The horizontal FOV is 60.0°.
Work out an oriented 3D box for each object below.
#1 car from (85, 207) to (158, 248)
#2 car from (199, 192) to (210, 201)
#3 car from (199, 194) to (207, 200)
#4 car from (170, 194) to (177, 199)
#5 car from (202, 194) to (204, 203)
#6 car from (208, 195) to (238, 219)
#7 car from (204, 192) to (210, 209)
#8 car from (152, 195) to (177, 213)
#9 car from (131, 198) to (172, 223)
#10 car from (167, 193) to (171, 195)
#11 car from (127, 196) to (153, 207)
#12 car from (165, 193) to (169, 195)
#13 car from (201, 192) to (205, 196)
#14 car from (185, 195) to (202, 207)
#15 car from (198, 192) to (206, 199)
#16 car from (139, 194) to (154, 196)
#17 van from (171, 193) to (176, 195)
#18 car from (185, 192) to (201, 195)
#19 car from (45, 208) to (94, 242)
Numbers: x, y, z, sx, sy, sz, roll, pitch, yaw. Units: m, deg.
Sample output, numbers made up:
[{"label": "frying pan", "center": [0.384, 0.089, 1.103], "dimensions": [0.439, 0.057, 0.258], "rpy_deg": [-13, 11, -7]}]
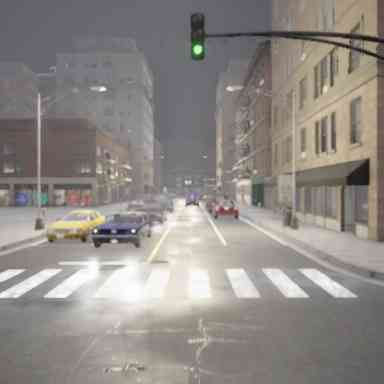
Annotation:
[{"label": "car", "center": [-2.873, 1.541, 14.677], "dimensions": [1.895, 1.301, 4.718], "rpy_deg": [0, 0, 1]}, {"label": "car", "center": [2.687, 0.983, 72.768], "dimensions": [2.192, 1.841, 5.009], "rpy_deg": [0, 0, 0]}, {"label": "car", "center": [2.696, 1.185, 84.093], "dimensions": [1.947, 1.339, 4.313], "rpy_deg": [0, 0, 0]}, {"label": "car", "center": [-5.321, 1.156, 95.423], "dimensions": [1.947, 1.339, 4.313], "rpy_deg": [0, 0, 0]}, {"label": "car", "center": [2.667, 1.318, 44.630], "dimensions": [1.752, 1.417, 4.829], "rpy_deg": [0, 0, 0]}, {"label": "car", "center": [2.655, 1.309, 27.474], "dimensions": [1.967, 1.590, 4.097], "rpy_deg": [0, 0, 0]}, {"label": "car", "center": [2.659, 1.158, 33.136], "dimensions": [2.192, 1.841, 5.009], "rpy_deg": [0, 0, 0]}, {"label": "car", "center": [-2.819, 1.378, 34.255], "dimensions": [1.812, 1.442, 4.674], "rpy_deg": [0, 0, 0]}, {"label": "car", "center": [-2.840, 1.444, 24.413], "dimensions": [2.033, 1.411, 5.357], "rpy_deg": [0, 0, 0]}, {"label": "car", "center": [-5.346, 1.264, 61.282], "dimensions": [1.752, 1.417, 4.829], "rpy_deg": [0, 0, 0]}, {"label": "car", "center": [-5.366, 1.415, 33.143], "dimensions": [2.008, 1.369, 4.403], "rpy_deg": [0, 0, 0]}, {"label": "car", "center": [-5.350, 1.345, 55.791], "dimensions": [1.802, 1.307, 4.206], "rpy_deg": [0, 0, 0]}, {"label": "car", "center": [2.679, 1.268, 61.446], "dimensions": [2.008, 1.369, 4.403], "rpy_deg": [0, 0, 0]}, {"label": "car", "center": [0.031, 1.394, 45.968], "dimensions": [1.895, 1.301, 4.718], "rpy_deg": [0, 0, 0]}, {"label": "car", "center": [2.699, 0.909, 89.754], "dimensions": [2.192, 1.841, 5.009], "rpy_deg": [0, 0, 0]}, {"label": "car", "center": [-5.362, 1.154, 38.804], "dimensions": [2.192, 1.841, 5.009], "rpy_deg": [0, 0, 0]}, {"label": "van", "center": [-5.334, 1.005, 78.437], "dimensions": [1.690, 1.788, 3.998], "rpy_deg": [0, 0, 0]}, {"label": "car", "center": [0.037, 0.969, 56.269], "dimensions": [2.150, 2.045, 5.566], "rpy_deg": [0, 0, 0]}, {"label": "car", "center": [-5.378, 1.466, 15.987], "dimensions": [1.752, 1.417, 4.829], "rpy_deg": [0, 0, 0]}]
